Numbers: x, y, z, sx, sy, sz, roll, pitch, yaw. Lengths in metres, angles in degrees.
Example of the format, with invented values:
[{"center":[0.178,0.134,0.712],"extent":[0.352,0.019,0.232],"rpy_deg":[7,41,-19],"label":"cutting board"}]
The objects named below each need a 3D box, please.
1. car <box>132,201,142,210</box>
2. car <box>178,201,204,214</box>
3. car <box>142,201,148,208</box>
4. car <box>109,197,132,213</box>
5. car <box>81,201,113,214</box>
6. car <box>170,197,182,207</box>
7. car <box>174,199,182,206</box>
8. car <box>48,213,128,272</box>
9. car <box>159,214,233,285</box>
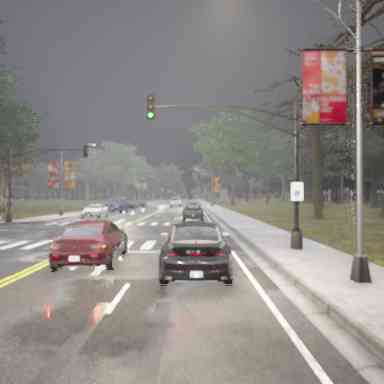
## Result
[{"center":[-9.788,2.236,53.713],"extent":[1.895,1.301,4.718],"rpy_deg":[0,-1,1],"label":"car"},{"center":[0.091,1.850,30.882],"extent":[2.128,1.511,4.902],"rpy_deg":[0,-1,0],"label":"car"},{"center":[-9.767,2.365,64.030],"extent":[1.895,1.301,4.718],"rpy_deg":[0,-1,0],"label":"car"},{"center":[-9.845,1.735,43.836],"extent":[2.150,2.045,5.566],"rpy_deg":[0,-1,1],"label":"car"},{"center":[-9.855,1.922,34.031],"extent":[1.812,1.442,4.674],"rpy_deg":[0,-1,0],"label":"car"},{"center":[-3.267,2.016,66.473],"extent":[2.150,2.045,5.566],"rpy_deg":[0,-1,0],"label":"car"},{"center":[-3.270,2.424,78.482],"extent":[1.882,1.535,5.008],"rpy_deg":[0,-1,0],"label":"car"},{"center":[-3.320,1.656,11.250],"extent":[1.812,1.442,4.674],"rpy_deg":[0,-1,-4],"label":"car"},{"center":[0.098,1.619,9.827],"extent":[1.837,1.490,4.892],"rpy_deg":[0,-1,0],"label":"car"}]
